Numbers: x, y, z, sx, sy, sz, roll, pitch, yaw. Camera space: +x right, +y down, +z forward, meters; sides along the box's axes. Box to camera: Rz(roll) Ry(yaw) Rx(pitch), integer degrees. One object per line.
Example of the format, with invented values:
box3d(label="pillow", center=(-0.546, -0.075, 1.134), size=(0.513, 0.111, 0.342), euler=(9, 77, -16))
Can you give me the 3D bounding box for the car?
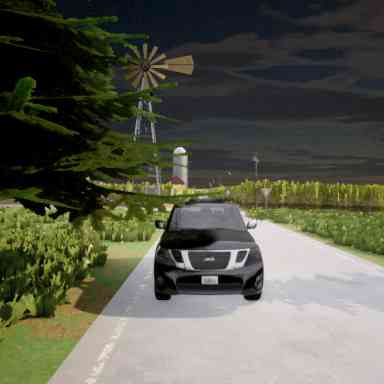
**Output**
box3d(label="car", center=(0.336, 1.221, 8.709), size=(2.150, 2.045, 5.566), euler=(0, 0, 0))
